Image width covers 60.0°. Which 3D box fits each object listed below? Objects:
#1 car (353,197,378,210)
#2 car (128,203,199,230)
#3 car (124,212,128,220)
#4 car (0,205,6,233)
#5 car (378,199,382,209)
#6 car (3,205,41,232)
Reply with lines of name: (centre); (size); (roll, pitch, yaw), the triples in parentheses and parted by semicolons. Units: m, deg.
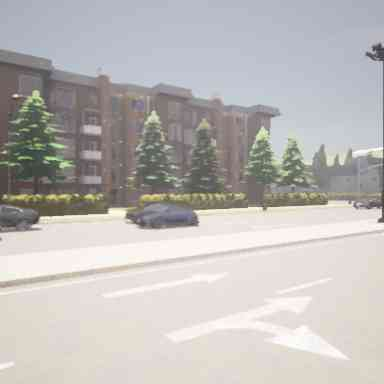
car: (22.768, 1.456, 43.031); (4.902, 1.511, 2.128); (0, 0, -36)
car: (-1.581, 1.553, 21.273); (4.181, 1.385, 1.994); (0, 0, -35)
car: (-2.306, 1.535, 25.057); (5.357, 1.411, 2.033); (0, 0, -35)
car: (-11.119, 1.504, 14.485); (4.892, 1.490, 1.837); (0, 0, -35)
car: (24.834, 1.529, 40.205); (4.181, 1.385, 1.994); (0, 0, -36)
car: (-11.205, 1.488, 18.718); (4.902, 1.511, 2.128); (0, 0, -35)
